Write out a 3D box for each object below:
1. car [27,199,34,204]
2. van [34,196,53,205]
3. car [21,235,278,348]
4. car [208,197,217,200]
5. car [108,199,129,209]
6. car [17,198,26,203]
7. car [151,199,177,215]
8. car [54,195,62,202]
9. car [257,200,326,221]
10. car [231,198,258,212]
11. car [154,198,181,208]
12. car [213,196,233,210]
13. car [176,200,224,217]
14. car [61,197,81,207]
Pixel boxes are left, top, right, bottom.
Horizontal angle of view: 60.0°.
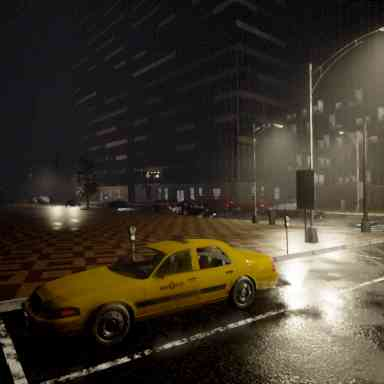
[{"bbox_3d":[-35.976,2.066,76.469,1.752,1.417,4.829,-2,1,-41],"label":"car"},{"bbox_3d":[-32.406,1.852,72.323,1.690,1.788,3.998,-2,1,-41],"label":"van"},{"bbox_3d":[-0.464,1.524,6.245,4.829,1.417,1.752,0,-1,-35],"label":"car"},{"bbox_3d":[0.201,1.697,38.496,1.837,1.490,4.892,-2,1,-41],"label":"car"},{"bbox_3d":[-11.582,1.860,52.266,1.994,1.385,4.181,-2,1,-40],"label":"car"},{"bbox_3d":[-43.344,2.126,85.013,1.752,1.417,4.829,-2,1,-41],"label":"car"},{"bbox_3d":[-2.928,1.698,38.147,1.967,1.590,4.097,-2,1,-41],"label":"car"},{"bbox_3d":[-33.444,1.943,86.363,1.887,1.381,4.507,-2,1,-41],"label":"car"},{"bbox_3d":[8.620,1.668,28.736,2.033,1.411,5.357,-2,1,-41],"label":"car"},{"bbox_3d":[7.153,1.634,39.307,1.802,1.307,4.206,-2,1,-41],"label":"car"},{"bbox_3d":[-3.919,1.715,52.140,1.947,1.339,4.313,-2,1,-41],"label":"car"},{"bbox_3d":[3.455,1.400,43.579,2.192,1.841,5.009,-2,1,-41],"label":"car"},{"bbox_3d":[0.759,1.792,33.877,1.947,1.339,4.313,-2,1,-41],"label":"car"},{"bbox_3d":[-21.347,2.000,59.510,1.802,1.307,4.206,-2,1,-41],"label":"car"}]
